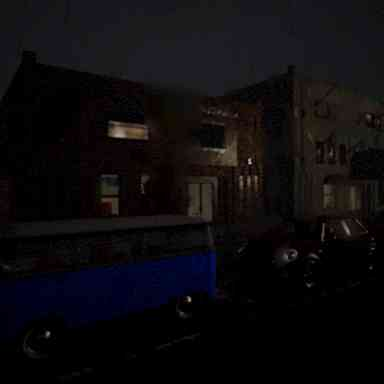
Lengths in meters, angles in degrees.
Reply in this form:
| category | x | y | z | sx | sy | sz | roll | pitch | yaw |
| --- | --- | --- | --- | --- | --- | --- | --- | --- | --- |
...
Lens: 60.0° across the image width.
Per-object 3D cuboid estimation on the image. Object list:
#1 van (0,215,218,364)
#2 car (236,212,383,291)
| category | x | y | z | sx | sy | sz | roll | pitch | yaw |
| --- | --- | --- | --- | --- | --- | --- | --- | --- | --- |
| van | -1.451 | 1.325 | 5.535 | 3.998 | 1.788 | 1.690 | -1 | 0 | -36 |
| car | 3.061 | 1.378 | 8.765 | 4.097 | 1.590 | 1.967 | -1 | 0 | -36 |
